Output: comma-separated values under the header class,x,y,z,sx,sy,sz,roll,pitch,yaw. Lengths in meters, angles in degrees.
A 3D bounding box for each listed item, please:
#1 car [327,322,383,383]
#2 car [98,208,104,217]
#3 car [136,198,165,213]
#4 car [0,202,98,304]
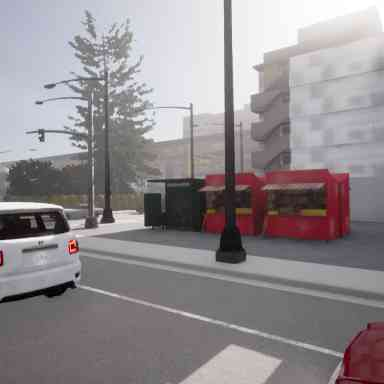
class,x,y,z,sx,sy,sz,roll,pitch,yaw
car,3.204,1.601,1.698,4.718,1.301,1.895,0,0,35
car,-10.147,1.733,29.428,1.895,1.301,4.718,-1,-1,36
car,-4.185,1.483,37.641,2.097,1.767,4.553,-1,-1,36
car,-4.811,1.234,7.382,5.566,2.045,2.150,0,0,36
